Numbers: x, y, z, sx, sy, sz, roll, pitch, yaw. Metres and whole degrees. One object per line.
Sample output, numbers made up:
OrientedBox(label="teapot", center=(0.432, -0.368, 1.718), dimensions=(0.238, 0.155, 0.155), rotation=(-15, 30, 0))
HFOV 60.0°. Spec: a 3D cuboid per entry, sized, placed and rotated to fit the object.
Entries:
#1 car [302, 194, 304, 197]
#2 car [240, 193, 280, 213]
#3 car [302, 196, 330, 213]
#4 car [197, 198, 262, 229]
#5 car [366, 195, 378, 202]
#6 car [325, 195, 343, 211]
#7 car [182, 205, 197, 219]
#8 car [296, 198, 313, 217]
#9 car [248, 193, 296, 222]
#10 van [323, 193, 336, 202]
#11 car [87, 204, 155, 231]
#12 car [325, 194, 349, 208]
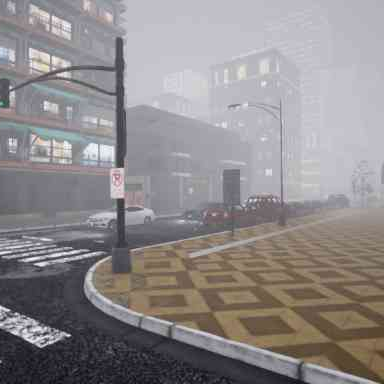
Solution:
OrientedBox(label="car", center=(22.488, 1.439, 61.346), dimensions=(1.752, 1.417, 4.829), rotation=(-1, 0, 36))
OrientedBox(label="car", center=(7.649, 1.167, 36.976), dimensions=(2.150, 2.045, 5.566), rotation=(-1, 0, 36))
OrientedBox(label="car", center=(12.383, 1.421, 34.280), dimensions=(1.887, 1.381, 4.507), rotation=(-1, 0, 36))
OrientedBox(label="car", center=(2.449, 1.352, 20.758), dimensions=(1.967, 1.590, 4.097), rotation=(-1, 0, 36))
OrientedBox(label="car", center=(35.562, 1.333, 65.833), dimensions=(1.887, 1.381, 4.507), rotation=(-1, 0, 36))
OrientedBox(label="car", center=(15.695, 1.415, 38.787), dimensions=(2.008, 1.369, 4.403), rotation=(-1, 0, 36))
OrientedBox(label="car", center=(1.405, 1.516, 28.480), dimensions=(2.033, 1.411, 5.357), rotation=(-1, 0, 36))
OrientedBox(label="car", center=(9.072, 1.470, 29.772), dimensions=(1.802, 1.307, 4.206), rotation=(-1, 0, 36))
OrientedBox(label="car", center=(5.759, 1.215, 25.266), dimensions=(2.192, 1.841, 5.009), rotation=(-1, 0, 36))
OrientedBox(label="van", center=(29.210, 1.228, 70.498), dimensions=(1.690, 1.788, 3.998), rotation=(-1, 0, 36))
OrientedBox(label="car", center=(-4.294, 1.515, 20.727), dimensions=(1.812, 1.442, 4.674), rotation=(-1, 0, 36))
OrientedBox(label="car", center=(19.004, 1.167, 43.296), dimensions=(2.192, 1.841, 5.009), rotation=(-1, 0, 36))
